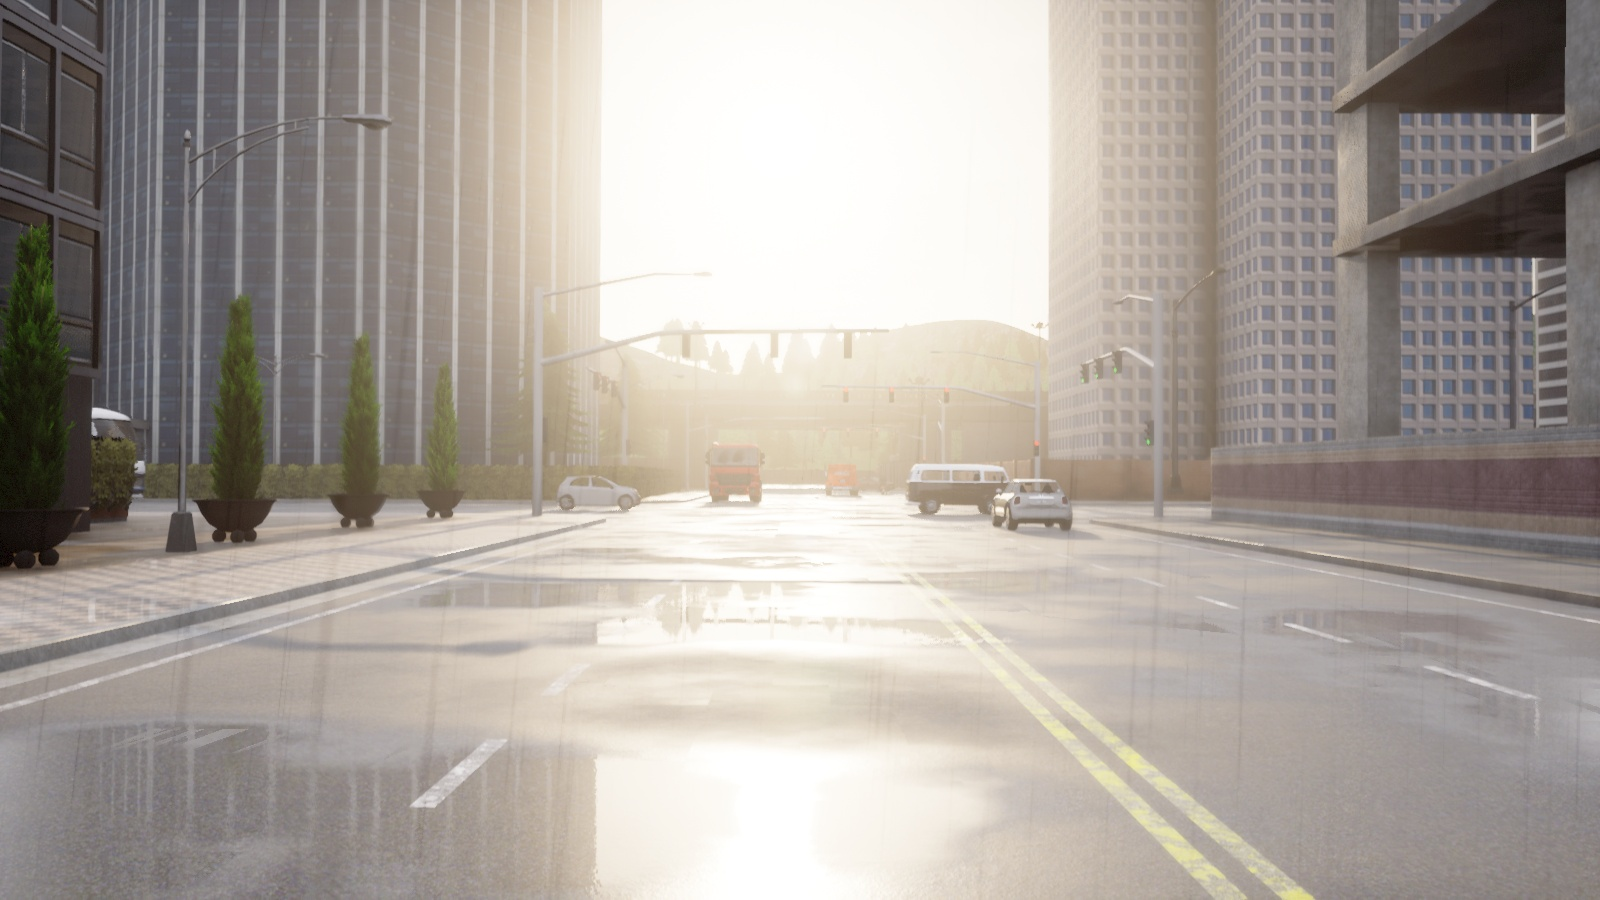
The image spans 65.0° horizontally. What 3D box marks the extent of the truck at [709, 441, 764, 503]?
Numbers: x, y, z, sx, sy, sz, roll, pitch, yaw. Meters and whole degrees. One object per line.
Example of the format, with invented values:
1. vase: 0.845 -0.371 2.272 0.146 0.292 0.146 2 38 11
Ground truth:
1. truck: -3.694 1.334 74.778 2.891 3.462 7.936 0 -1 0

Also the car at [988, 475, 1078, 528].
1. car: 6.905 1.503 37.638 1.970 1.475 3.806 0 -1 0

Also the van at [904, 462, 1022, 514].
1. van: 6.538 1.523 50.808 4.480 2.038 2.069 0 -1 -1

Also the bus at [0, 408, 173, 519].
1. bus: -31.251 0.565 50.310 10.273 4.253 3.944 0 -1 -1

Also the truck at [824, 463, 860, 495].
1. truck: 3.250 2.261 97.986 2.627 2.467 5.204 0 -1 0

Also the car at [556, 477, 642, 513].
1. car: -8.671 1.946 54.403 3.633 1.501 1.845 0 -1 -7
